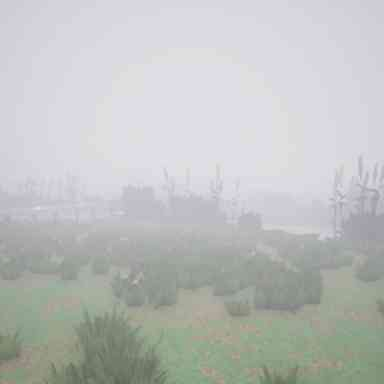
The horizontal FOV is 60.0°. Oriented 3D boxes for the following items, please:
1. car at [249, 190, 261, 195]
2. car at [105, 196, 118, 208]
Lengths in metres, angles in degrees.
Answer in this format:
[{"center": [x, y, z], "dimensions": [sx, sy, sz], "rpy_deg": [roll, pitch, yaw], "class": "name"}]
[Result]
[{"center": [10.225, 0.750, 47.494], "dimensions": [2.150, 2.045, 5.566], "rpy_deg": [0, -2, 44], "class": "car"}, {"center": [-6.703, 0.874, 34.607], "dimensions": [1.837, 1.490, 4.892], "rpy_deg": [0, 2, 42], "class": "car"}]
